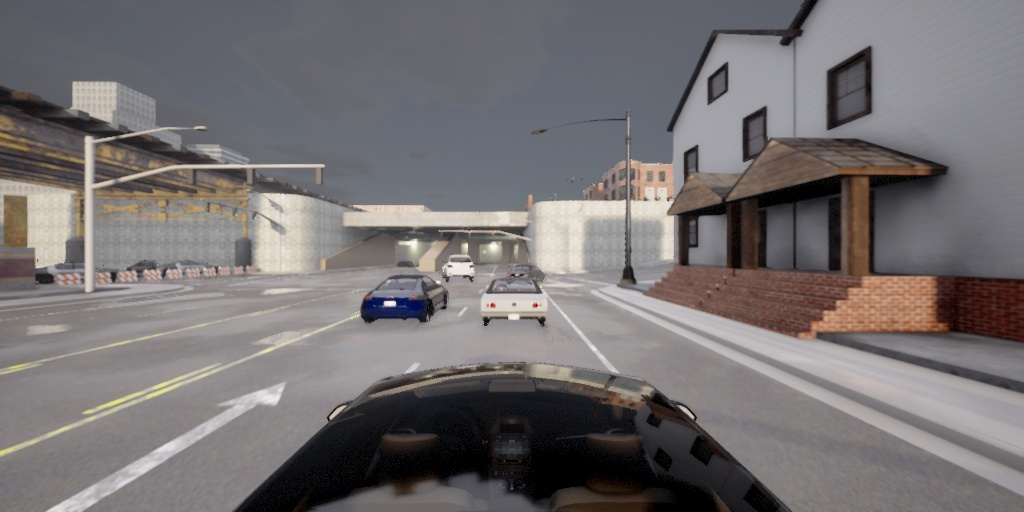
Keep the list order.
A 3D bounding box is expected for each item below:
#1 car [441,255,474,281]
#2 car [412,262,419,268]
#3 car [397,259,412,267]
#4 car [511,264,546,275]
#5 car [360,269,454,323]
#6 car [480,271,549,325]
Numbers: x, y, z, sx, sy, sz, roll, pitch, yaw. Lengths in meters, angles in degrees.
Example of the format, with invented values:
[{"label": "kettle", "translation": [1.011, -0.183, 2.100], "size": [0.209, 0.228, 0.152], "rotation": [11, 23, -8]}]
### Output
[{"label": "car", "translation": [-4.575, 0.953, 29.713], "size": [2.150, 2.045, 5.566], "rotation": [1, 0, -16]}, {"label": "car", "translation": [-15.039, 1.256, 61.852], "size": [2.033, 1.411, 5.357], "rotation": [0, 0, -1]}, {"label": "car", "translation": [-18.559, 1.272, 62.311], "size": [1.994, 1.385, 4.181], "rotation": [0, 0, -1]}, {"label": "car", "translation": [1.113, 1.313, 25.952], "size": [2.033, 1.411, 5.357], "rotation": [0, 0, 17]}, {"label": "car", "translation": [-3.430, 1.307, 12.138], "size": [1.994, 1.385, 4.181], "rotation": [0, 0, 1]}, {"label": "car", "translation": [0.071, 1.344, 11.820], "size": [1.895, 1.301, 4.718], "rotation": [0, 0, 0]}]
